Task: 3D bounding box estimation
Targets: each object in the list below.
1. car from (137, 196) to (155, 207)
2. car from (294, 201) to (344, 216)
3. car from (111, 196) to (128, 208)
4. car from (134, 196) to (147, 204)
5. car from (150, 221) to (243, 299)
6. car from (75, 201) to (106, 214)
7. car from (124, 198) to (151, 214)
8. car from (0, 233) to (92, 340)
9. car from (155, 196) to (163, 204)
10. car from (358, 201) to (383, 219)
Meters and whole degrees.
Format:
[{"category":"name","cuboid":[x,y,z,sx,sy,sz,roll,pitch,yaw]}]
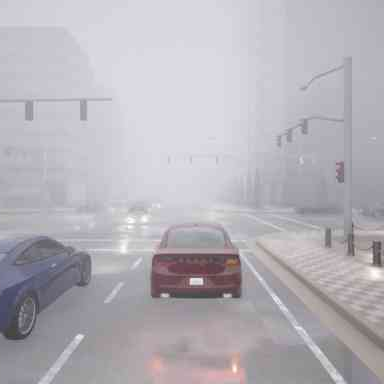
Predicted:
[{"category":"car","cuboid":[-6.999,1.525,49.037,1.812,1.442,4.674,0,0,0]},{"category":"car","cuboid":[12.044,1.545,30.959,4.718,1.301,1.895,0,0,1]},{"category":"car","cuboid":[-10.498,1.352,48.977,2.097,1.767,4.553,0,0,0]},{"category":"car","cuboid":[-10.371,1.504,67.413,1.837,1.490,4.892,0,0,0]},{"category":"car","cuboid":[0.097,1.478,8.535,1.882,1.535,5.008,0,0,0]},{"category":"car","cuboid":[-10.532,1.573,34.701,1.895,1.301,4.718,0,-1,0]},{"category":"car","cuboid":[-5.764,1.564,34.820,1.895,1.301,4.718,0,0,-13]},{"category":"car","cuboid":[-3.417,1.526,6.407,1.812,1.442,4.674,0,0,0]},{"category":"car","cuboid":[-6.894,1.492,66.174,2.128,1.511,4.902,0,0,1]},{"category":"car","cuboid":[16.335,1.436,27.413,4.902,1.511,2.128,0,0,0]}]
